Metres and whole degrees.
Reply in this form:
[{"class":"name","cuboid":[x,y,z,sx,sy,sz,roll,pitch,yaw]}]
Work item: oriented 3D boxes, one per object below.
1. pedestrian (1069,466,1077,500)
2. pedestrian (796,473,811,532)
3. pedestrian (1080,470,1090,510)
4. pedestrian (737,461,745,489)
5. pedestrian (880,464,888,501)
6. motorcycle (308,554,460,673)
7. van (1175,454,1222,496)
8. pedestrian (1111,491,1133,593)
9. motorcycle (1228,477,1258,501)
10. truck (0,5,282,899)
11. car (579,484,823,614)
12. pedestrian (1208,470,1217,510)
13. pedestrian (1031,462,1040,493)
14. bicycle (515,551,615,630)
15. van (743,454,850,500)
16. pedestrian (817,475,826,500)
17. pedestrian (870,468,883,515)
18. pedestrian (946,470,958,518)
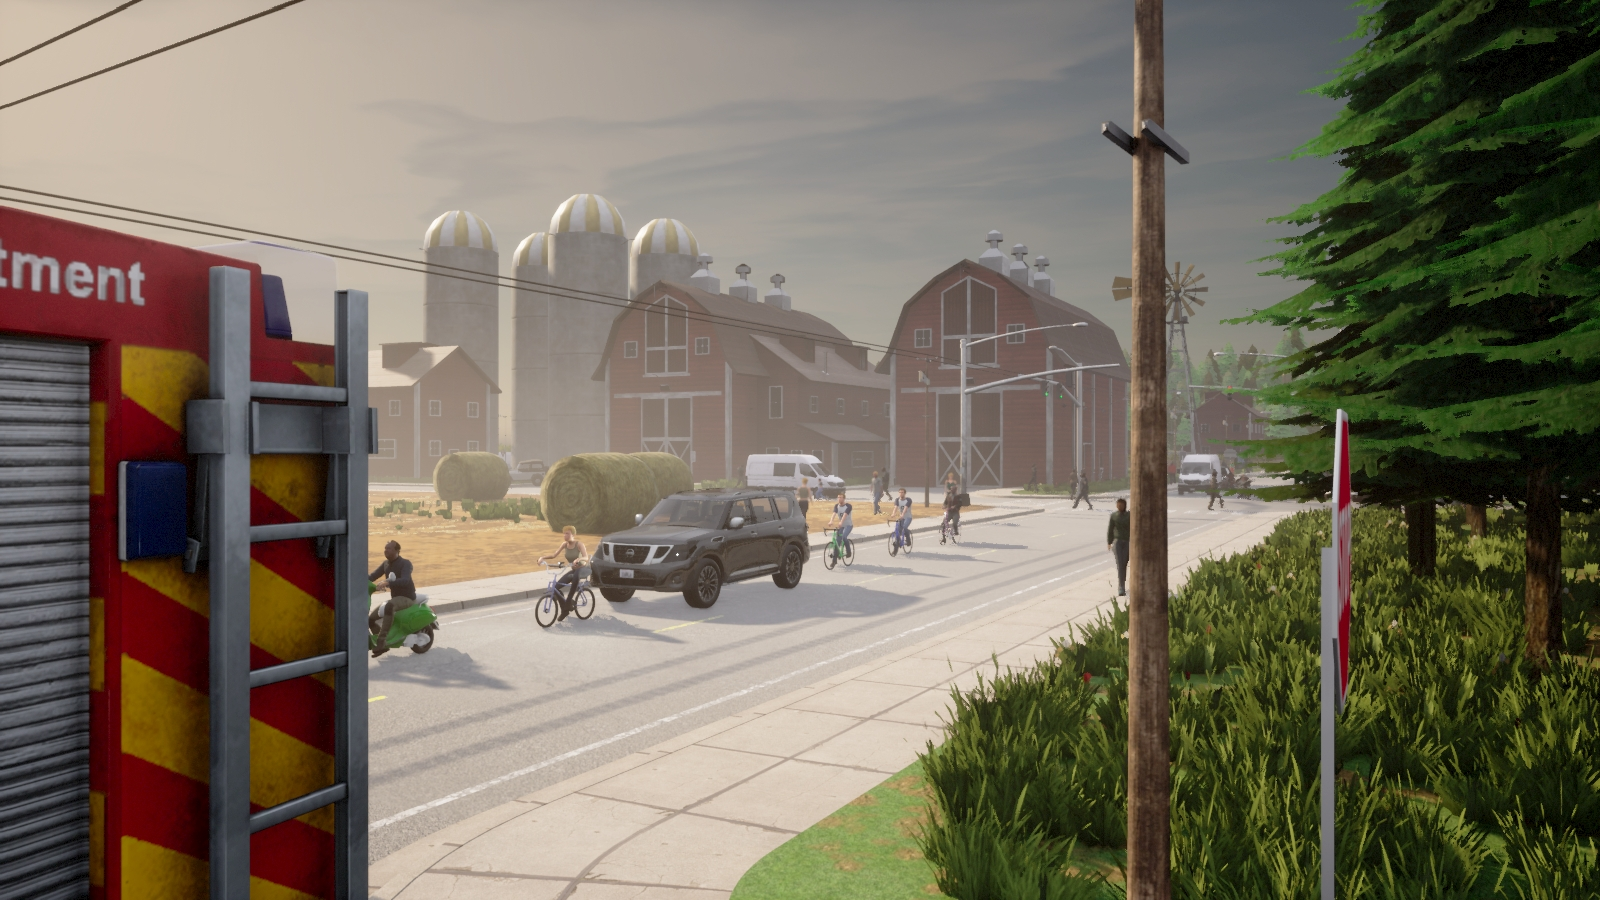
[{"class":"pedestrian","cuboid":[15.155,1.824,63.392,0.375,1.860,0.375,0,0,30]},{"class":"pedestrian","cuboid":[0.117,1.690,36.905,0.375,1.860,0.375,0,0,20]},{"class":"pedestrian","cuboid":[13.294,1.846,53.213,0.375,1.860,0.375,0,0,28]},{"class":"pedestrian","cuboid":[-3.937,1.669,76.066,0.375,1.860,0.375,0,0,36]},{"class":"pedestrian","cuboid":[4.307,1.670,58.430,0.375,1.860,0.375,0,0,13]},{"class":"motorcycle","cuboid":[-5.551,2.142,15.363,0.856,1.316,1.805,0,0,28]},{"class":"van","cuboid":[25.720,1.534,73.539,1.988,2.561,5.915,0,0,28]},{"class":"pedestrian","cuboid":[5.970,1.696,21.188,0.375,1.860,0.375,0,0,15]},{"class":"motorcycle","cuboid":[25.148,2.199,64.885,0.867,1.251,2.209,4,0,4]},{"class":"truck","cuboid":[-6.059,0.867,3.676,8.468,3.827,2.891,0,0,21]},{"class":"car","cuboid":[-1.735,1.779,22.475,2.150,2.045,5.566,0,0,27]},{"class":"pedestrian","cuboid":[18.973,1.836,52.552,0.375,1.860,0.375,0,0,28]},{"class":"pedestrian","cuboid":[14.152,1.634,68.723,0.375,1.860,0.375,0,0,42]},{"class":"bicycle","cuboid":[-3.810,2.256,18.631,0.859,1.080,1.487,0,0,28]},{"class":"van","cuboid":[-0.217,1.504,65.699,5.915,2.561,1.988,0,0,27]},{"class":"pedestrian","cuboid":[1.120,1.951,59.538,0.375,1.300,0.375,0,0,14]},{"class":"pedestrian","cuboid":[3.105,1.677,46.273,0.375,1.860,0.375,0,0,-44]},{"class":"pedestrian","cuboid":[5.867,1.695,44.119,0.375,1.860,0.375,0,0,17]}]
